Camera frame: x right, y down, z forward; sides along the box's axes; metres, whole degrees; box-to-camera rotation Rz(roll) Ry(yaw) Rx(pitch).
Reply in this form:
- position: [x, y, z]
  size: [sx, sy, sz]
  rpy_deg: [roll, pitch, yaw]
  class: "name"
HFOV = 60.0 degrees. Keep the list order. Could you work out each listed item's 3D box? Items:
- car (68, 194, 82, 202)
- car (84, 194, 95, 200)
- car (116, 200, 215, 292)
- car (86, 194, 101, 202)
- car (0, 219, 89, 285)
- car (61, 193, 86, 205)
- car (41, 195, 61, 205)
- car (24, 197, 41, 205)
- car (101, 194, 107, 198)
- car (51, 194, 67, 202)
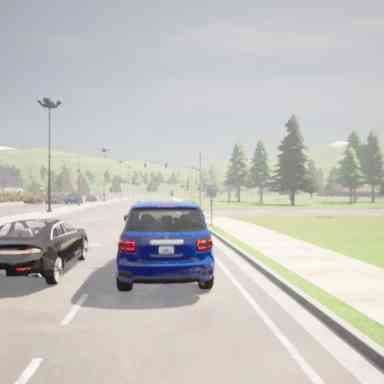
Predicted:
- position: [-26.799, 1.388, 76.467]
  size: [2.097, 1.767, 4.553]
  rpy_deg: [0, 0, -5]
  class: "car"
- position: [-28.166, 1.425, 91.342]
  size: [1.837, 1.490, 4.892]
  rpy_deg: [0, 0, -5]
  class: "car"
- position: [-0.741, 1.226, 9.190]
  size: [2.150, 2.045, 5.566]
  rpy_deg: [0, 0, -5]
  class: "car"
- position: [-23.358, 1.558, 77.266]
  size: [2.128, 1.511, 4.902]
  rpy_deg: [0, 0, -5]
  class: "car"
- position: [-4.276, 1.496, 9.417]
  size: [2.128, 1.511, 4.902]
  rpy_deg: [0, 0, -5]
  class: "car"
- position: [-21.962, 1.246, 61.709]
  size: [2.150, 2.045, 5.566]
  rpy_deg: [0, 0, -5]
  class: "car"
- position: [-25.437, 1.379, 61.273]
  size: [2.097, 1.767, 4.553]
  rpy_deg: [0, 0, -5]
  class: "car"
- position: [-28.880, 1.628, 60.609]
  size: [1.895, 1.301, 4.718]
  rpy_deg: [0, 0, -5]
  class: "car"
- position: [-24.714, 1.321, 92.020]
  size: [1.812, 1.442, 4.674]
  rpy_deg: [0, 0, -5]
  class: "car"
- position: [-30.247, 1.388, 75.737]
  size: [2.097, 1.767, 4.553]
  rpy_deg: [0, 0, -5]
  class: "car"
